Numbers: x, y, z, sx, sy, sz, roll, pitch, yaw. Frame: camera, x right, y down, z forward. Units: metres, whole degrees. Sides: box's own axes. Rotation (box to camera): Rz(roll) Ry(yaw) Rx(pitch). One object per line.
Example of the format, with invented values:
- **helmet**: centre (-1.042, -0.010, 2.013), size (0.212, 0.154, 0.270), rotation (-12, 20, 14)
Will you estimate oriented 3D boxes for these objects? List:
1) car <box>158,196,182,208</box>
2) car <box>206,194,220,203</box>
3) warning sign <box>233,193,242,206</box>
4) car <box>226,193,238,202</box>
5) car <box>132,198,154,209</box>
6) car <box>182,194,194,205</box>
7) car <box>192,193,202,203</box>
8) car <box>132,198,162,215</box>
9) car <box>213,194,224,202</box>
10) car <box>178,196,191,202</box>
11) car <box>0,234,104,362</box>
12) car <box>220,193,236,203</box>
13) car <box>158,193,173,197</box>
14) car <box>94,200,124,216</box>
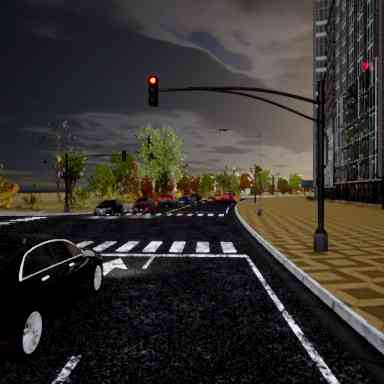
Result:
- **car**: centre (-3.131, 1.602, 46.868), size (1.895, 1.301, 4.718), rotation (0, 0, 8)
- **car**: centre (4.133, 1.576, 69.174), size (1.994, 1.385, 4.181), rotation (0, 0, 12)
- **warning sign**: centre (6.548, 1.122, 48.212), size (1.300, 1.860, 1.060), rotation (0, 0, 8)
- **car**: centre (9.777, 1.245, 80.389), size (2.150, 2.045, 5.566), rotation (0, 0, 14)
- **car**: centre (-6.604, 1.525, 45.371), size (1.812, 1.442, 4.674), rotation (0, 0, 8)
- **car**: centre (-1.309, 1.531, 58.614), size (1.812, 1.442, 4.674), rotation (0, 0, 10)
- **car**: centre (0.753, 1.231, 69.590), size (2.150, 2.045, 5.566), rotation (0, 0, 11)
- **car**: centre (-4.681, 1.563, 34.022), size (1.994, 1.385, 4.181), rotation (0, 0, 6)
- **car**: centre (6.470, 1.372, 80.528), size (2.097, 1.767, 4.553), rotation (0, 0, 14)
- **car**: centre (-1.726, 1.551, 73.631), size (1.994, 1.385, 4.181), rotation (0, 0, 11)
- **car**: centre (-3.012, 1.504, 5.889), size (1.837, 1.490, 4.892), rotation (0, 0, 1)
- **car**: centre (7.622, 1.239, 70.097), size (2.150, 2.045, 5.566), rotation (0, 0, 12)
- **car**: centre (-4.593, 1.226, 58.735), size (2.150, 2.045, 5.566), rotation (0, 0, 10)
- **car**: centre (-8.075, 1.523, 32.778), size (1.812, 1.442, 4.674), rotation (0, 0, 6)
